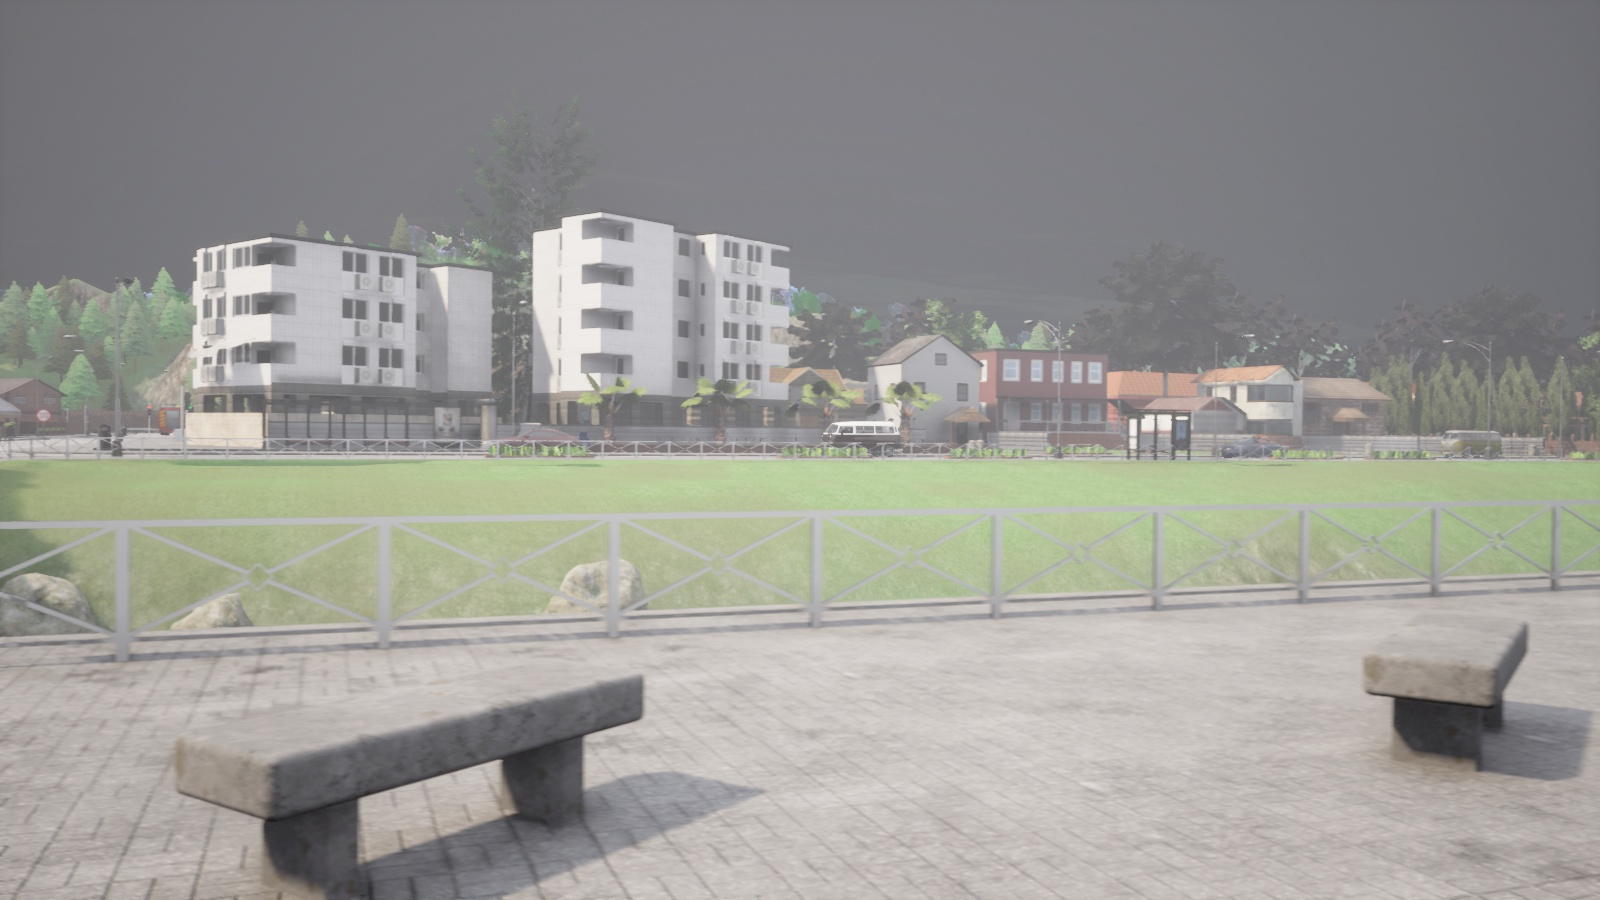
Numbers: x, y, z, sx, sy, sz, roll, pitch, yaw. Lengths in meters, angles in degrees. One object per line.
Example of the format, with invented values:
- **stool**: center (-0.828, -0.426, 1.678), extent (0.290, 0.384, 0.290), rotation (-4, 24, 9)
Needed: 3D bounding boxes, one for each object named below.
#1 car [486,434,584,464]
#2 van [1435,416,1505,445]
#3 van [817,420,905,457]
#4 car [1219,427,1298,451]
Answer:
- **car**: center (-13.644, -0.080, 64.610), extent (4.674, 1.442, 1.812), rotation (-1, 1, -21)
- **van**: center (46.681, -1.378, 87.495), extent (4.442, 1.987, 1.775), rotation (-1, 1, -21)
- **van**: center (3.449, -0.673, 71.092), extent (4.480, 2.038, 2.069), rotation (-1, 1, -21)
- **car**: center (27.774, -0.676, 76.046), extent (4.181, 1.385, 1.994), rotation (-1, 1, -21)
